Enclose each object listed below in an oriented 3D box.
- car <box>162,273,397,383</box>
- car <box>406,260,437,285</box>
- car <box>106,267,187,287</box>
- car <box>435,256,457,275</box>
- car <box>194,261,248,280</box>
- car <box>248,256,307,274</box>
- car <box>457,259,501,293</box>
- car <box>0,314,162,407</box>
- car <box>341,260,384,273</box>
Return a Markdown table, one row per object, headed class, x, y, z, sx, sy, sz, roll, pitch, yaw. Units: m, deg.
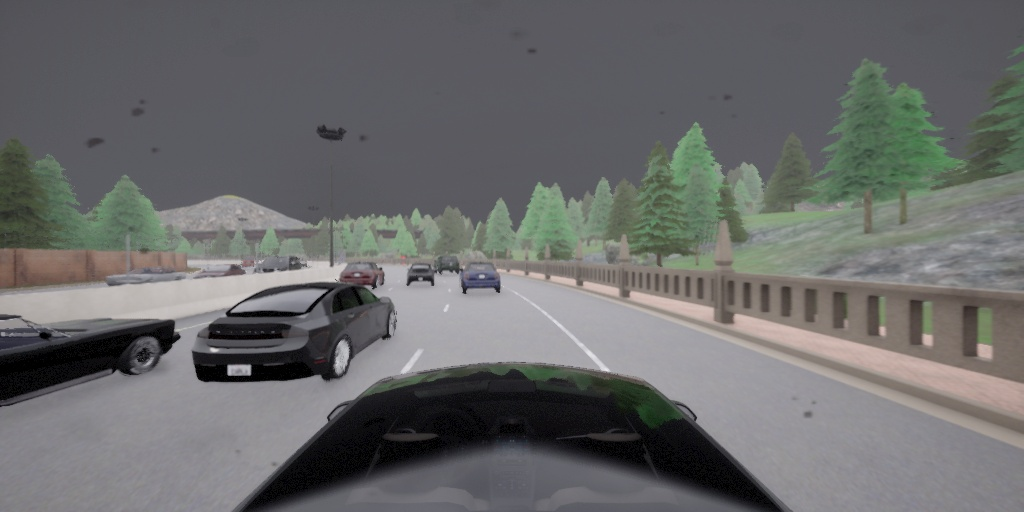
| class | x | y | z | sx | sy | sz | roll | pitch | yaw |
| --- | --- | --- | --- | --- | --- | --- | --- | --- | --- |
| car | -3.737 | 1.268 | 7.170 | 1.837 | 1.490 | 4.892 | 0 | 0 | -3 |
| car | -6.628 | 1.280 | 26.178 | 1.837 | 1.490 | 4.892 | 0 | 0 | -13 |
| car | -24.260 | 1.435 | 24.015 | 1.895 | 1.301 | 4.718 | 0 | 0 | -15 |
| car | -7.433 | 1.002 | 40.419 | 2.150 | 2.045 | 5.566 | 0 | 0 | -21 |
| car | -21.401 | 1.350 | 26.558 | 1.812 | 1.442 | 4.674 | 0 | 0 | -17 |
| car | -18.234 | 1.038 | 28.228 | 2.150 | 2.045 | 5.566 | 0 | 0 | -17 |
| car | -1.963 | 1.111 | 21.022 | 2.097 | 1.767 | 4.553 | 0 | 0 | -10 |
| car | -7.072 | 1.375 | 4.522 | 1.895 | 1.301 | 4.718 | 0 | 0 | -2 |
| car | -9.508 | 1.137 | 23.038 | 2.097 | 1.767 | 4.553 | 0 | 0 | -12 |
